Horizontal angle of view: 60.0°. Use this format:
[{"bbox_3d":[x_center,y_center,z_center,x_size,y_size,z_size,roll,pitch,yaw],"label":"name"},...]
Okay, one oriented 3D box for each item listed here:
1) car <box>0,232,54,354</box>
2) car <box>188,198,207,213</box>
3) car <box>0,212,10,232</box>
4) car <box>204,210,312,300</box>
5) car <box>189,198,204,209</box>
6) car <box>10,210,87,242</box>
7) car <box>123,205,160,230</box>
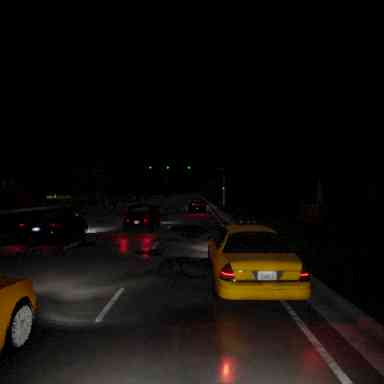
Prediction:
[{"bbox_3d":[-3.333,1.477,3.092,1.882,1.535,5.008,0,0,1],"label":"car"},{"bbox_3d":[0.578,1.491,36.541,2.128,1.511,4.902,0,0,1],"label":"car"},{"bbox_3d":[-10.161,1.601,16.490,1.895,1.301,4.718,0,0,1],"label":"car"},{"bbox_3d":[1.362,1.455,8.438,1.801,1.575,5.366,0,0,1],"label":"car"},{"bbox_3d":[0.684,1.564,46.630,1.994,1.385,4.181,0,0,1],"label":"car"},{"bbox_3d":[-6.663,1.565,16.302,1.994,1.385,4.181,0,0,1],"label":"car"},{"bbox_3d":[-3.111,1.525,21.078,1.812,1.442,4.674,0,0,0],"label":"car"}]
